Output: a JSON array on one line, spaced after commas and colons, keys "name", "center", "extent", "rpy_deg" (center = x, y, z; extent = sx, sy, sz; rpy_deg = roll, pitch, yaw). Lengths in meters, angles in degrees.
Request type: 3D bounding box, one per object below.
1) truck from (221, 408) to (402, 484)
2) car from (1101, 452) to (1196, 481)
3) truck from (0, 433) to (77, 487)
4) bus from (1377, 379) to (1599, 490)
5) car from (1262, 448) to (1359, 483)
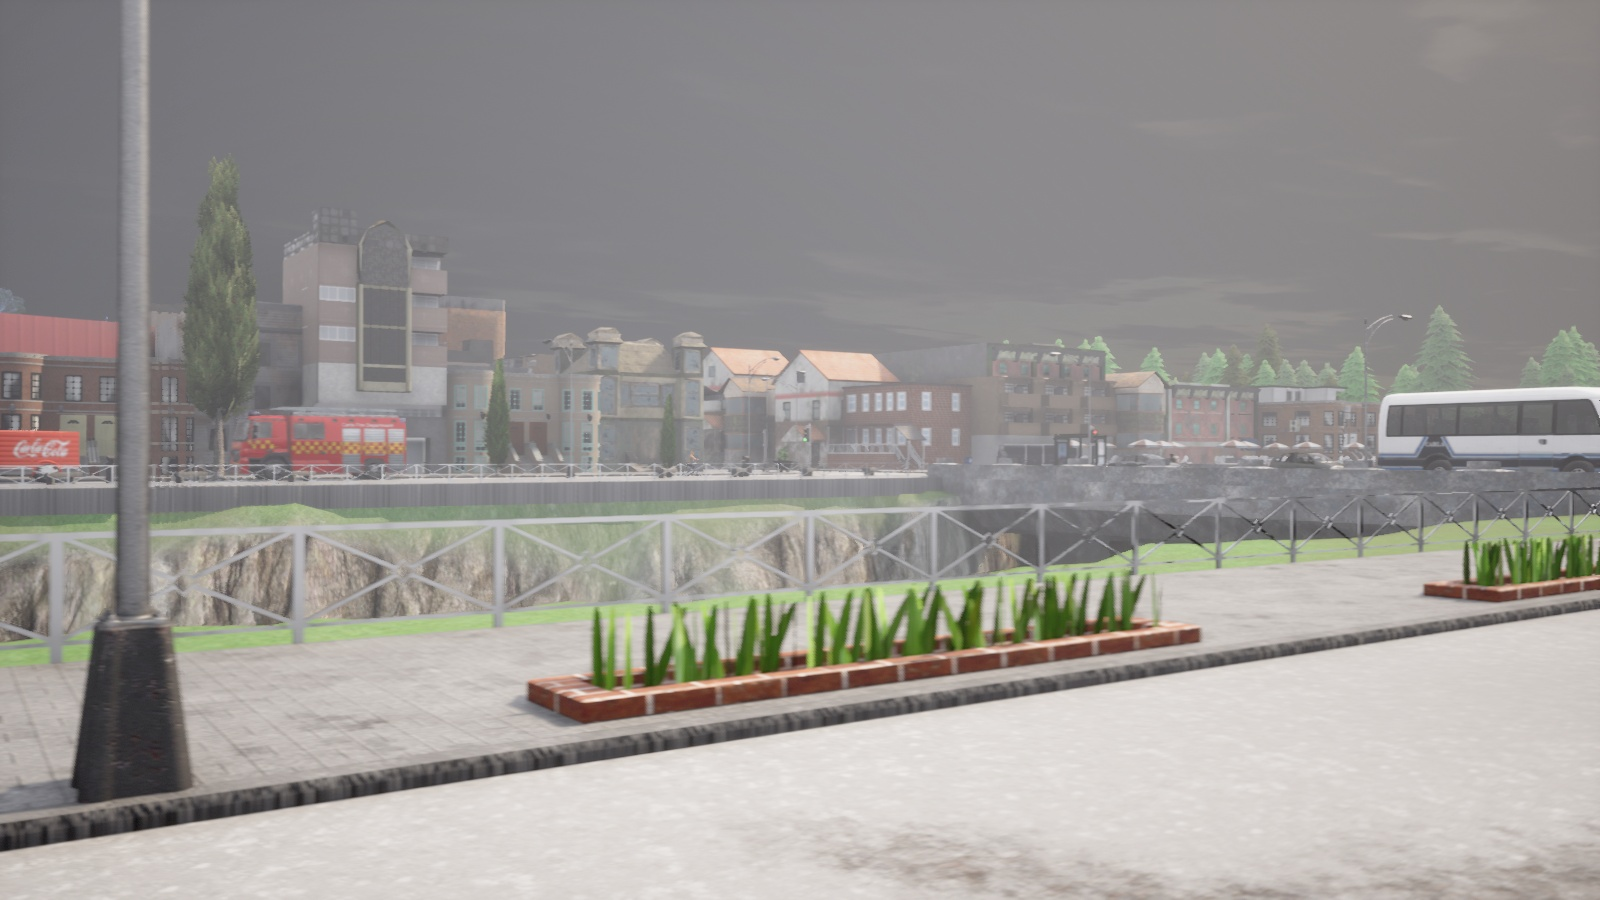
[{"name": "truck", "center": [-25.764, -0.203, 66.404], "extent": [8.468, 3.827, 2.891], "rpy_deg": [0, 0, -35]}, {"name": "car", "center": [18.960, 0.878, 68.509], "extent": [1.837, 1.490, 4.892], "rpy_deg": [0, 0, -36]}, {"name": "truck", "center": [-36.885, 0.480, 58.654], "extent": [5.204, 2.467, 2.627], "rpy_deg": [0, 0, -35]}, {"name": "bus", "center": [30.130, -0.566, 52.668], "extent": [3.944, 4.253, 10.273], "rpy_deg": [0, 0, -33]}, {"name": "car", "center": [24.567, 0.740, 60.600], "extent": [1.851, 1.617, 3.988], "rpy_deg": [0, 0, -33]}]
